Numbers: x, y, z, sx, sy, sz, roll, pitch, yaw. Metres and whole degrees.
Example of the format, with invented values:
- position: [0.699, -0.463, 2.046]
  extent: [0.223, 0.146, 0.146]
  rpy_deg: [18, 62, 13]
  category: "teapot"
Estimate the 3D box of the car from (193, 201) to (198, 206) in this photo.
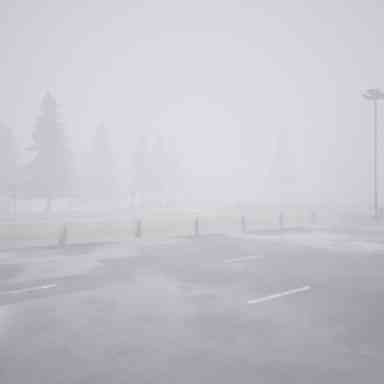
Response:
- position: [1.257, 3.321, 91.178]
  extent: [1.812, 1.442, 4.674]
  rpy_deg: [0, -3, -20]
  category: "car"

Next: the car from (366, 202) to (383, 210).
- position: [34.683, 2.674, 62.504]
  extent: [4.892, 1.490, 1.837]
  rpy_deg: [2, -1, -35]
  category: "car"
